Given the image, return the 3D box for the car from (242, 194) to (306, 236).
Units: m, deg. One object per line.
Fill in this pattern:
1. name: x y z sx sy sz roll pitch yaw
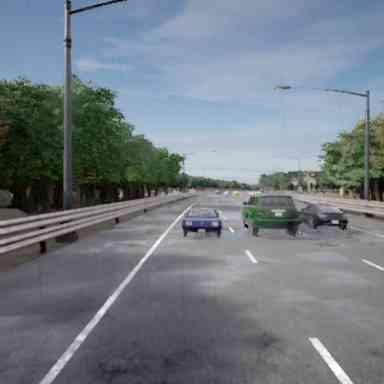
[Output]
1. car: 4.044 1.096 17.850 2.150 2.045 5.566 0 0 2

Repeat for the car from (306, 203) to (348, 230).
1. car: 7.630 1.396 19.792 1.812 1.442 4.674 0 0 2

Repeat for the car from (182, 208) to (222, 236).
1. car: 0.529 1.469 17.470 1.895 1.301 4.718 0 0 2
